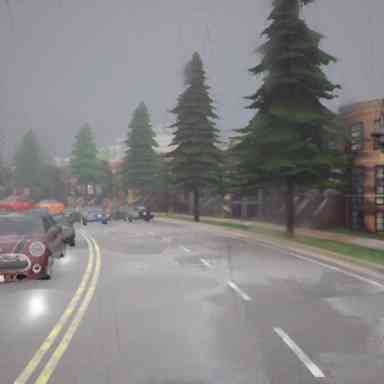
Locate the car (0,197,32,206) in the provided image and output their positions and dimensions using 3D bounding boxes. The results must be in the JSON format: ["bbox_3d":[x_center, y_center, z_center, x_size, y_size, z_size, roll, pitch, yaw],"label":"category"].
[{"bbox_3d":[-20.641,1.549,38.368,5.566,2.045,2.150,-1,-1,35],"label":"car"}]

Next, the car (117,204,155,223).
[{"bbox_3d":[-5.018,1.723,27.456,2.033,1.411,5.357,0,0,-34],"label":"car"}]

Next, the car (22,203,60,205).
[{"bbox_3d":[-10.562,1.751,23.149,1.994,1.385,4.181,0,0,-31],"label":"car"}]

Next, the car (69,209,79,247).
[{"bbox_3d":[-6.410,1.684,15.221,1.994,1.385,4.181,0,0,-21],"label":"car"}]

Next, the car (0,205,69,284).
[{"bbox_3d":[-5.099,1.435,9.895,2.097,1.767,4.553,0,0,-15],"label":"car"}]

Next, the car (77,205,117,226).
[{"bbox_3d":[-7.875,1.730,25.421,2.033,1.411,5.357,0,0,-34],"label":"car"}]

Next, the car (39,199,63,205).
[{"bbox_3d":[-17.576,1.672,40.402,4.553,1.767,2.097,-1,0,37],"label":"car"}]
